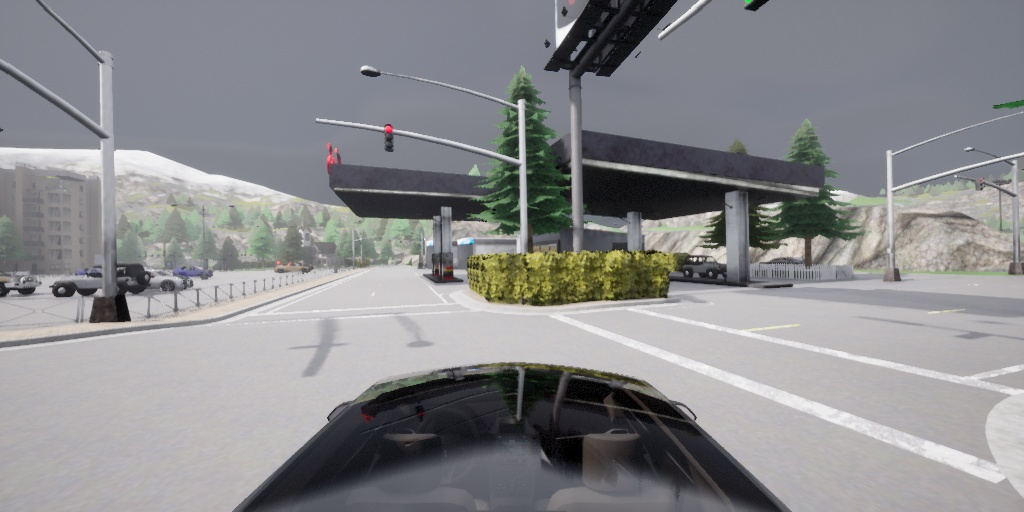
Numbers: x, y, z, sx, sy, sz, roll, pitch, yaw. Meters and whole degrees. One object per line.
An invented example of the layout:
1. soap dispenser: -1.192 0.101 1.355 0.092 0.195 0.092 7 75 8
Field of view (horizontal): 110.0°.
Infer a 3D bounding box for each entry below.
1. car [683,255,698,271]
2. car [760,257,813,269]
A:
1. car: 23.571 0.930 51.247 1.837 1.490 4.892 -1 0 -17
2. car: 27.976 0.818 36.909 1.837 1.490 4.892 -1 0 -17
